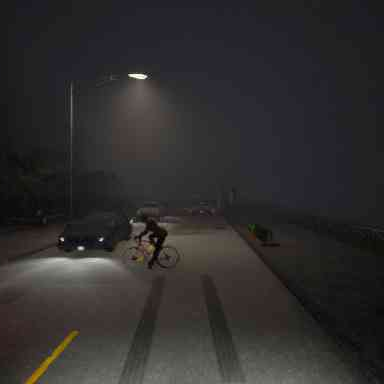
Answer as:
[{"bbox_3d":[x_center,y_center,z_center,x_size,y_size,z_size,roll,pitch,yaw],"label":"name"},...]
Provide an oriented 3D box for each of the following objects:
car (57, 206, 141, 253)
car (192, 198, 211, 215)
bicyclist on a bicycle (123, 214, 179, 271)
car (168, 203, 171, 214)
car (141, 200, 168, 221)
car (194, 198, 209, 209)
[{"bbox_3d":[-3.756,1.547,14.082,2.033,1.411,5.357,0,0,2],"label":"car"},{"bbox_3d":[0.984,1.601,34.121,1.895,1.301,4.718,0,0,2],"label":"car"},{"bbox_3d":[-1.207,1.451,9.619,1.656,1.620,0.582,-2,0,2],"label":"bicyclist on a bicycle"},{"bbox_3d":[-3.189,1.547,33.430,2.033,1.411,5.357,0,0,2],"label":"car"},{"bbox_3d":[-3.310,1.525,27.158,1.812,1.442,4.674,0,0,2],"label":"car"},{"bbox_3d":[1.365,1.547,47.837,2.033,1.411,5.357,0,0,0],"label":"car"}]
